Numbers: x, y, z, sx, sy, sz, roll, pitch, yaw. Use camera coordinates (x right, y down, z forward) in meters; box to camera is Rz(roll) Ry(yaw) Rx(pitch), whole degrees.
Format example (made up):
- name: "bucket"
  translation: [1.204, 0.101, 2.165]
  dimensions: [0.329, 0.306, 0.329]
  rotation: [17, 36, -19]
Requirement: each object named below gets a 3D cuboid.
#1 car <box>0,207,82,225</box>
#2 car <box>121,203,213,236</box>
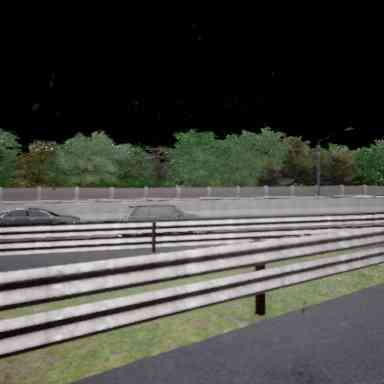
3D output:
- name: "car"
  translation: [-8.621, 1.620, 18.302]
  dimensions: [4.892, 1.490, 1.837]
  rotation: [-1, 0, -14]
- name: "car"
  translation: [-1.267, 1.406, 16.544]
  dimensions: [4.553, 1.767, 2.097]
  rotation: [-1, 0, -14]
